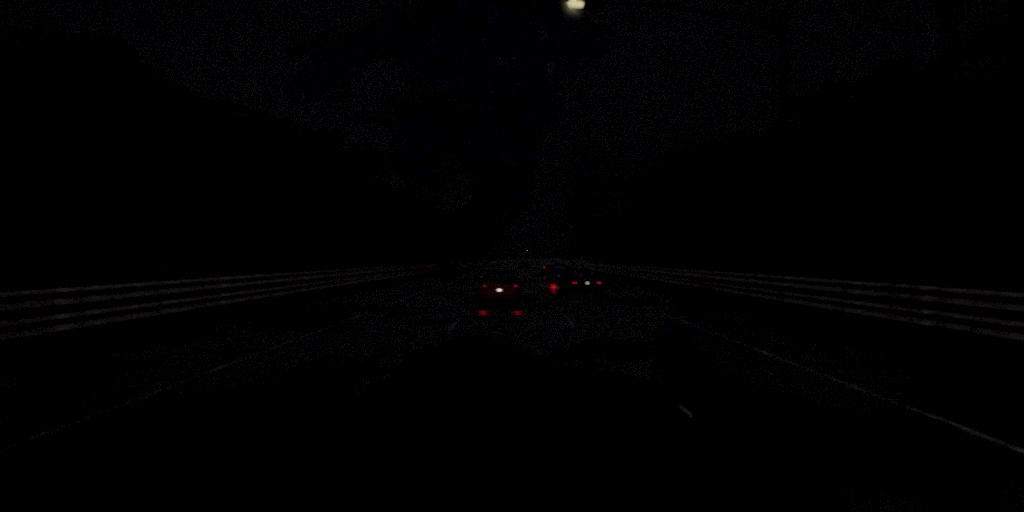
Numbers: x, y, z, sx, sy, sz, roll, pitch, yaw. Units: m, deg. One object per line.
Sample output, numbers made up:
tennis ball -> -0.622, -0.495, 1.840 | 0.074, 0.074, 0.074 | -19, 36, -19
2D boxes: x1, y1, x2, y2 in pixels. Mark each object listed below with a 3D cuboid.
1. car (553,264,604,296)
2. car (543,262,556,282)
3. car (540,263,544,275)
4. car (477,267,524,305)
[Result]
car -> 3.681, 1.366, 19.845 | 2.033, 1.411, 5.357 | 0, 0, 1
car -> 3.952, 1.405, 30.747 | 1.812, 1.442, 4.674 | 0, 0, 2
car -> 4.344, 1.462, 41.675 | 2.163, 1.488, 4.792 | 0, 0, 2
car -> -0.507, 1.363, 16.516 | 1.994, 1.385, 4.181 | 0, 0, -1
